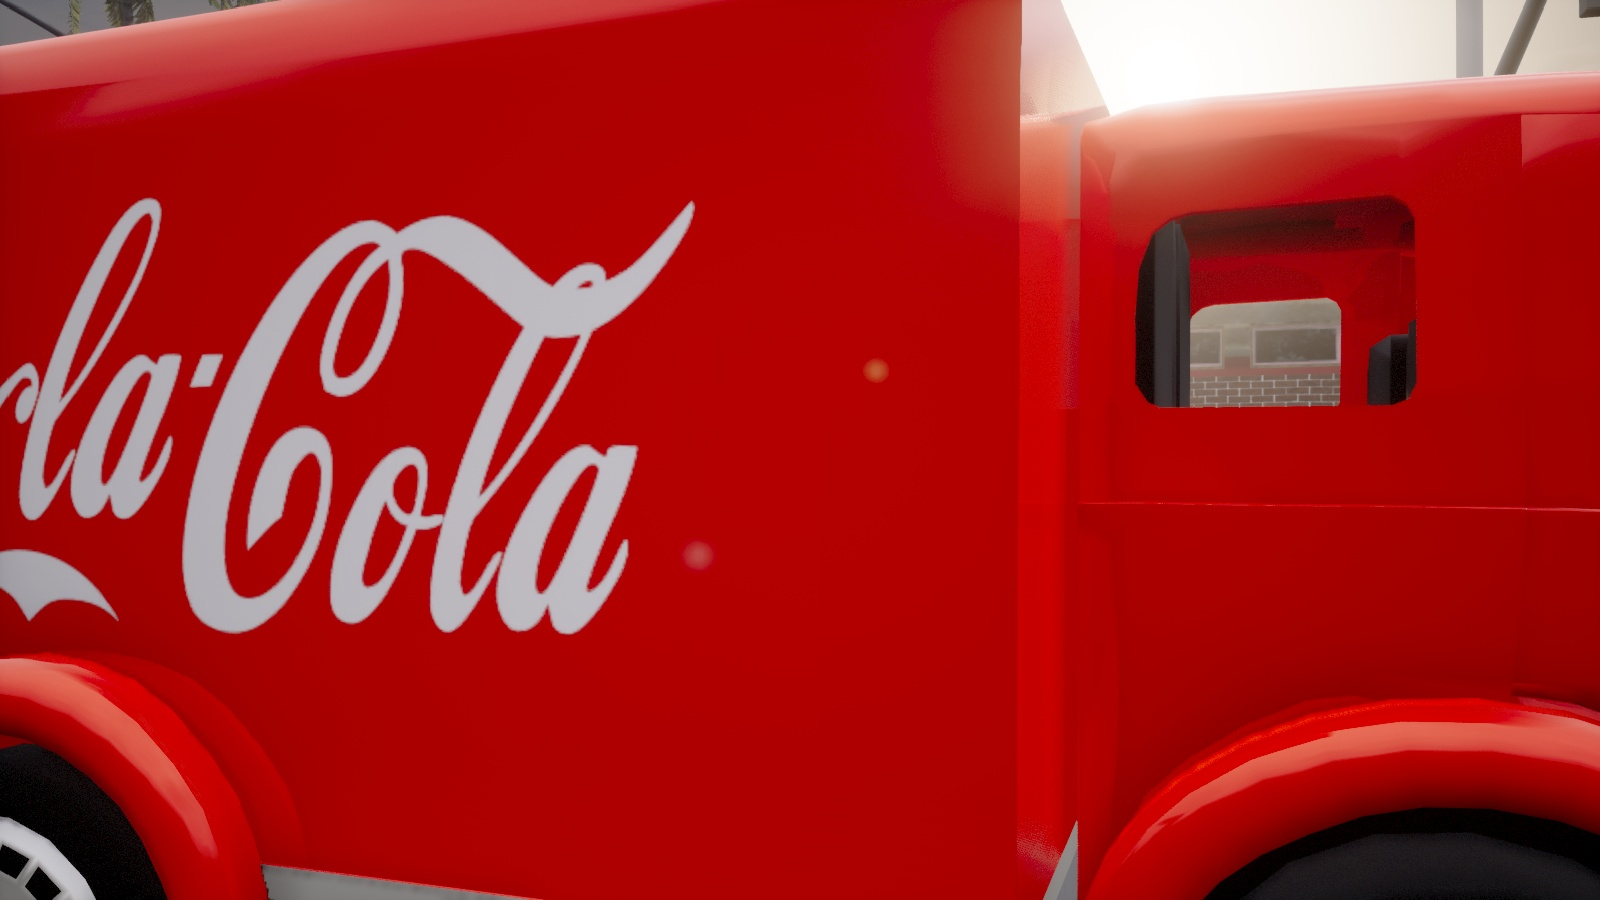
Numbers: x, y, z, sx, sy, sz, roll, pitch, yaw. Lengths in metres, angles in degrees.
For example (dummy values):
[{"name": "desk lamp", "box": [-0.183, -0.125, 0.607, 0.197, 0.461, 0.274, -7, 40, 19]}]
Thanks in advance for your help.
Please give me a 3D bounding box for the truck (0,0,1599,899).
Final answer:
[{"name": "truck", "box": [-0.068, 0.283, 3.233, 5.204, 2.467, 2.627, 1, 1, 20]}]
